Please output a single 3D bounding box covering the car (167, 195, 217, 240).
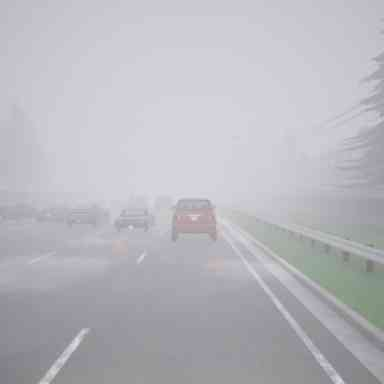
[{"bbox_3d":[0.098,1.287,17.470,2.150,2.045,5.566,0,0,0],"label":"car"}]

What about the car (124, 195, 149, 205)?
[{"bbox_3d":[-6.903,1.380,43.075,2.150,2.045,5.566,0,0,0],"label":"car"}]

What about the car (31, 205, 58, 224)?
[{"bbox_3d":[-10.403,1.660,26.082,1.994,1.385,4.181,0,0,0],"label":"car"}]

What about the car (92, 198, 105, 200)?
[{"bbox_3d":[-13.903,1.659,49.692,1.882,1.535,5.008,0,0,0],"label":"car"}]

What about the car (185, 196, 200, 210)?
[{"bbox_3d":[0.096,1.525,47.463,2.097,1.767,4.553,0,0,0],"label":"car"}]

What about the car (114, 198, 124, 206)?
[{"bbox_3d":[-10.404,1.668,48.067,2.128,1.511,4.902,0,0,0],"label":"car"}]

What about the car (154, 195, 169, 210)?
[{"bbox_3d":[-3.402,1.372,40.796,2.150,2.045,5.566,0,0,0],"label":"car"}]

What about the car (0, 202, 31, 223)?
[{"bbox_3d":[-13.902,1.604,26.624,1.837,1.490,4.892,0,0,0],"label":"car"}]

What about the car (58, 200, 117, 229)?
[{"bbox_3d":[-6.901,1.575,22.530,2.128,1.511,4.902,0,0,0],"label":"car"}]

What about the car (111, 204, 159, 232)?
[{"bbox_3d":[-3.402,1.677,20.749,1.895,1.301,4.718,0,0,0],"label":"car"}]
